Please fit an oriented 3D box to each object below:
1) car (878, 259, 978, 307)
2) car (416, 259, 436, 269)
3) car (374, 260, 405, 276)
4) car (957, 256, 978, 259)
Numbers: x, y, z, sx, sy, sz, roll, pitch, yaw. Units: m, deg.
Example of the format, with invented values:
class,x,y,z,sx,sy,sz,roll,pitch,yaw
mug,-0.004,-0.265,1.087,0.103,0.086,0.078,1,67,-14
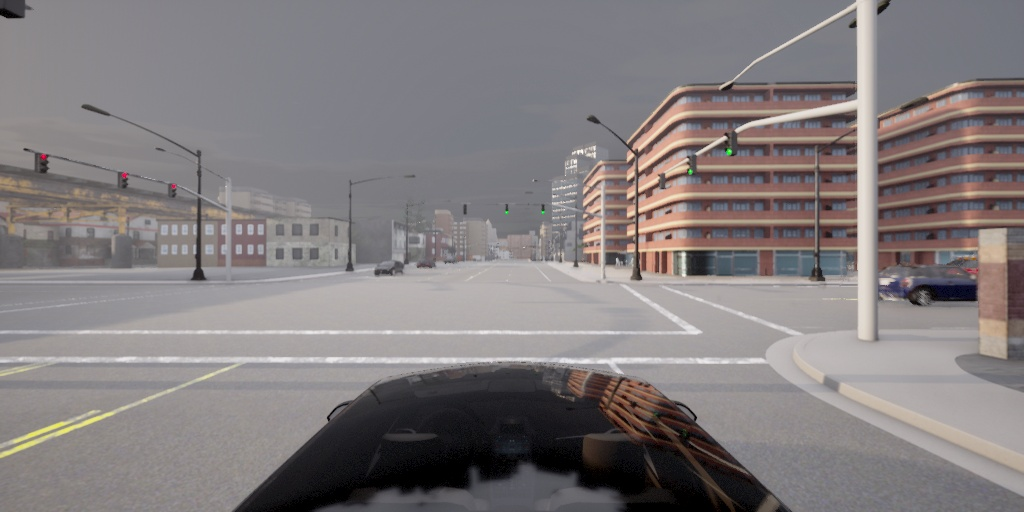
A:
class,x,y,z,sx,sy,sz,roll,pitch,yaw
car,18.017,1.146,15.251,4.553,1.767,2.097,0,0,1
car,-12.185,1.120,51.084,1.994,1.385,4.181,0,1,2
car,-12.552,1.233,36.972,1.837,1.490,4.892,0,1,2
car,24.764,1.034,18.830,5.566,2.045,2.150,0,0,0
